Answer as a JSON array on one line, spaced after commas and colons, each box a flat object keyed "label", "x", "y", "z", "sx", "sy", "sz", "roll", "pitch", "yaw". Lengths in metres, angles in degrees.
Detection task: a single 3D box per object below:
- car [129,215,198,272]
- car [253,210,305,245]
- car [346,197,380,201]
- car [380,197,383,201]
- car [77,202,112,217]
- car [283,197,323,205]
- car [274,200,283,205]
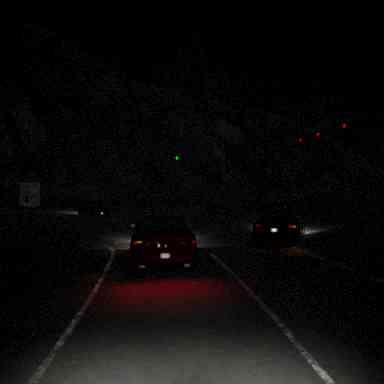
[{"label": "car", "x": -0.990, "y": 1.481, "z": 10.939, "sx": 1.882, "sy": 1.535, "sz": 5.008, "roll": 0, "pitch": 0, "yaw": -7}, {"label": "car", "x": 4.129, "y": 1.557, "z": 15.726, "sx": 1.994, "sy": 1.385, "sz": 4.181, "roll": 0, "pitch": 0, "yaw": 20}, {"label": "car", "x": 21.726, "y": 1.455, "z": 44.019, "sx": 4.892, "sy": 1.490, "sz": 1.837, "roll": 0, "pitch": 0, "yaw": -9}, {"label": "car", "x": 31.609, "y": 1.530, "z": 56.293, "sx": 4.718, "sy": 1.301, "sz": 1.895, "roll": 0, "pitch": 0, "yaw": -9}, {"label": "car", "x": -9.482, "y": 1.616, "z": 32.036, "sx": 1.895, "sy": 1.301, "sz": 4.718, "roll": 0, "pitch": 0, "yaw": -36}, {"label": "car", "x": 17.190, "y": 1.505, "z": 50.349, "sx": 5.357, "sy": 1.411, "sz": 2.033, "roll": 0, "pitch": 0, "yaw": -9}, {"label": "car", "x": 15.692, "y": 1.561, "z": 53.639, "sx": 4.718, "sy": 1.301, "sz": 1.895, "roll": 0, "pitch": 0, "yaw": -9}]
